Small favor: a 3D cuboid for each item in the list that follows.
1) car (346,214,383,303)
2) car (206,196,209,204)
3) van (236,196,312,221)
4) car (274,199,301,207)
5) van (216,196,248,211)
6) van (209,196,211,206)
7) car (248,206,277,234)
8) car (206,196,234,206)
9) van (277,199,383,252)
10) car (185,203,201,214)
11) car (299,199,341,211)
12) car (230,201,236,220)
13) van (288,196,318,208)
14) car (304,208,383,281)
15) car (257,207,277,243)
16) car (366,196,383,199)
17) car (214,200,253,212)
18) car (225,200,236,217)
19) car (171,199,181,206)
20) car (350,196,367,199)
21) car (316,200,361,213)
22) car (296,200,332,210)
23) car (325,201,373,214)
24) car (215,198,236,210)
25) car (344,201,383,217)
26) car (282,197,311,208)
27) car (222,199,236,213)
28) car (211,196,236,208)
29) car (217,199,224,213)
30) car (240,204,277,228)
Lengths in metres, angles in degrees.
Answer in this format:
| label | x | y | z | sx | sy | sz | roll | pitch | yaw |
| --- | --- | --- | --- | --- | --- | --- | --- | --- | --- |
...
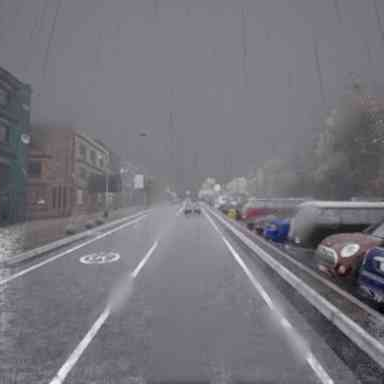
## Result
| label | x | y | z | sx | sy | sz | roll | pitch | yaw |
| --- | --- | --- | --- | --- | --- | --- | --- | --- | --- |
| car | 5.627 | 1.396 | 6.041 | 4.553 | 1.767 | 2.185 | 0 | 0 | 0 |
| car | 5.615 | 1.739 | 59.299 | 5.566 | 2.045 | 2.435 | 0 | -1 | 0 |
| van | 5.517 | 1.417 | 22.861 | 4.442 | 1.987 | 1.878 | 0 | 0 | 0 |
| car | 18.668 | 2.102 | 64.907 | 4.674 | 1.452 | 2.002 | 0 | -1 | 0 |
| van | 5.712 | 1.644 | 48.088 | 4.442 | 1.987 | 1.878 | 0 | -1 | 0 |
| van | 5.474 | 1.703 | 53.694 | 4.442 | 1.987 | 1.878 | 0 | -1 | 0 |
| car | 5.613 | 1.632 | 17.253 | 4.792 | 1.488 | 2.163 | 0 | 0 | 0 |
| car | 5.616 | 1.852 | 67.709 | 5.566 | 2.045 | 2.435 | 0 | -1 | 0 |
| van | 5.534 | 1.336 | 11.648 | 4.442 | 1.987 | 1.878 | 0 | 0 | 0 |
| car | 0.095 | 1.923 | 40.356 | 1.895 | 1.301 | 4.718 | 0 | -1 | 0 |
| car | 18.490 | 1.868 | 48.203 | 5.366 | 1.575 | 1.946 | 0 | -1 | 0 |
| car | 5.658 | 1.693 | 25.663 | 4.792 | 1.488 | 2.163 | 0 | 0 | 0 |
| van | 18.784 | 1.733 | 56.562 | 4.442 | 1.987 | 1.878 | 0 | -1 | 0 |
| car | 5.686 | 1.416 | 8.845 | 4.553 | 1.767 | 2.185 | 0 | 0 | 0 |
| car | 5.641 | 1.582 | 14.450 | 5.008 | 1.535 | 2.097 | 0 | 0 | 0 |
| car | 18.675 | 1.434 | 28.711 | 5.566 | 2.045 | 2.435 | 0 | 0 | 0 |
| car | 5.595 | 1.840 | 45.282 | 5.008 | 1.535 | 2.097 | 0 | -1 | 0 |
| car | 5.811 | 1.681 | 28.466 | 5.366 | 1.575 | 1.946 | 0 | 0 | 0 |
| car | -3.259 | 2.199 | 69.702 | 1.994 | 1.385 | 4.181 | 0 | -1 | 0 |
| car | 18.664 | 1.506 | 37.066 | 5.566 | 2.045 | 2.435 | 0 | -1 | 0 |
| car | 18.654 | 1.843 | 42.632 | 4.792 | 1.488 | 2.163 | 0 | -1 | 0 |
| car | 18.670 | 1.940 | 50.987 | 4.674 | 1.452 | 2.002 | 0 | -1 | 0 |
| car | 18.716 | 1.814 | 39.847 | 4.792 | 1.488 | 2.163 | 0 | -1 | 0 |
| car | 5.604 | 1.783 | 39.671 | 4.892 | 1.521 | 2.231 | 0 | -1 | 0 |
| car | 18.691 | 1.732 | 34.277 | 5.008 | 1.535 | 2.097 | 0 | -1 | 0 |
| car | 18.635 | 1.865 | 59.341 | 4.553 | 1.767 | 2.185 | 0 | -1 | 0 |
| car | 5.616 | 1.705 | 31.266 | 5.008 | 1.535 | 2.097 | 0 | 0 | 0 |
| car | 5.633 | 1.560 | 42.481 | 5.566 | 2.045 | 2.435 | 0 | -1 | 0 |
| car | 5.583 | 1.784 | 36.873 | 4.792 | 1.488 | 2.163 | 0 | -1 | 0 |
| car | 5.609 | 1.652 | 20.056 | 4.792 | 1.488 | 2.163 | 0 | 0 | 0 |
